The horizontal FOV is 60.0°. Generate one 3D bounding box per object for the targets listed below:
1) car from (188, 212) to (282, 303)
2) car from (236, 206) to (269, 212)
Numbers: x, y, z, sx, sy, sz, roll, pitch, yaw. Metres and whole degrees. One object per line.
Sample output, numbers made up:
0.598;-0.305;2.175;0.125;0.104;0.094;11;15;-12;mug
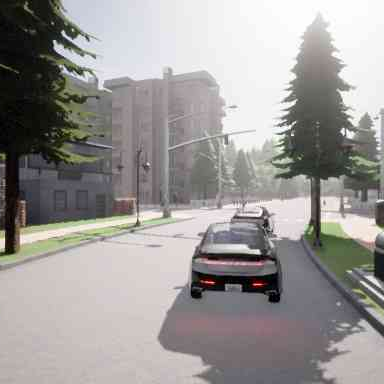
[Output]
1.103;1.492;8.314;2.128;1.511;4.902;0;0;9;car
3.227;1.491;17.422;2.128;1.511;4.902;0;0;18;car
